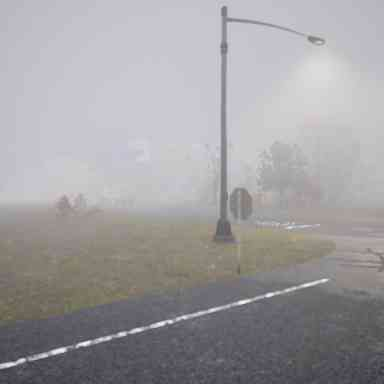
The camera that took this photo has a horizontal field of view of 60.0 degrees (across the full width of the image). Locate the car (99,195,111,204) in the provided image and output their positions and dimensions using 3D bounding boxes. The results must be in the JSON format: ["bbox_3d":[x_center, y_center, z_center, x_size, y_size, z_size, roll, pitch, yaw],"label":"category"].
[{"bbox_3d":[-15.566,1.336,61.430,1.882,1.535,5.008,0,0,-34],"label":"car"}]

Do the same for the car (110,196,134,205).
[{"bbox_3d":[-11.220,1.365,55.003,2.128,1.511,4.902,0,0,-33],"label":"car"}]
